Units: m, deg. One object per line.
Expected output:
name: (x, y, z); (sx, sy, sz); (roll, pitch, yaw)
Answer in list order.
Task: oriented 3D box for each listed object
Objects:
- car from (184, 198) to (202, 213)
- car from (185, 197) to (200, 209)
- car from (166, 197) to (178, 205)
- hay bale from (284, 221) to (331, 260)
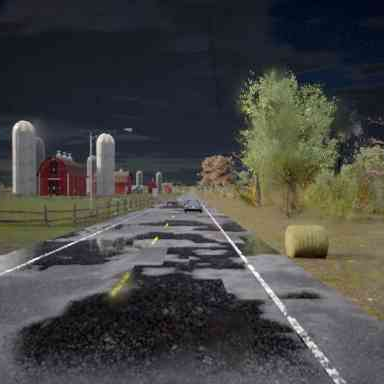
car: (0.137, 1.592, 37.026); (1.994, 1.385, 4.181); (0, 0, 0)
car: (0.099, 1.526, 46.931); (2.128, 1.511, 4.902); (0, 0, 1)
car: (-3.500, 1.608, 58.666); (1.994, 1.385, 4.181); (0, 0, 0)
hay bale: (4.023, 1.664, 11.731); (1.220, 1.180, 1.240); (1, 1, 0)
